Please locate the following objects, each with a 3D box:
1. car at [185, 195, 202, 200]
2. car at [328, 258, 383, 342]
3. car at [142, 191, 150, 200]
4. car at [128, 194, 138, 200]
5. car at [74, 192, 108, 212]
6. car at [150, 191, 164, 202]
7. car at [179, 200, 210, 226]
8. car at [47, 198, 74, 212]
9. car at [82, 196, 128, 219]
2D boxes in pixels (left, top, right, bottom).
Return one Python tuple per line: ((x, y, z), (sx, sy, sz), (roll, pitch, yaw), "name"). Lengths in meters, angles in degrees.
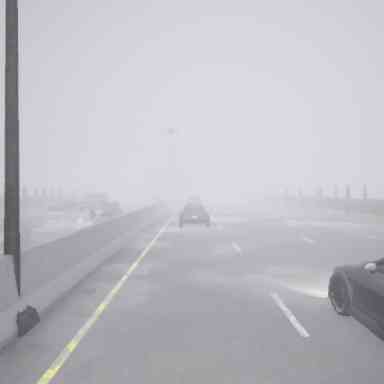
((0.187, 1.195, 39.988), (2.097, 1.767, 4.553), (0, 0, 0), "car")
((3.616, 1.546, 4.762), (1.994, 1.385, 4.181), (0, 0, 0), "car")
((-10.329, 0.867, 78.096), (2.150, 2.045, 5.566), (0, 0, 0), "car")
((-13.829, 1.180, 78.134), (2.033, 1.411, 5.357), (0, 0, 0), "car")
((-10.514, 1.074, 36.044), (2.150, 2.045, 5.566), (0, 0, 0), "car")
((-6.852, 1.116, 68.195), (2.097, 1.767, 4.553), (0, 0, 0), "car")
((0.147, 1.476, 22.380), (1.994, 1.385, 4.181), (0, 0, 0), "car")
((-14.012, 1.397, 36.702), (2.033, 1.411, 5.357), (0, 0, 0), "car")
((-7.038, 1.380, 27.504), (2.128, 1.511, 4.902), (0, 0, 0), "car")
